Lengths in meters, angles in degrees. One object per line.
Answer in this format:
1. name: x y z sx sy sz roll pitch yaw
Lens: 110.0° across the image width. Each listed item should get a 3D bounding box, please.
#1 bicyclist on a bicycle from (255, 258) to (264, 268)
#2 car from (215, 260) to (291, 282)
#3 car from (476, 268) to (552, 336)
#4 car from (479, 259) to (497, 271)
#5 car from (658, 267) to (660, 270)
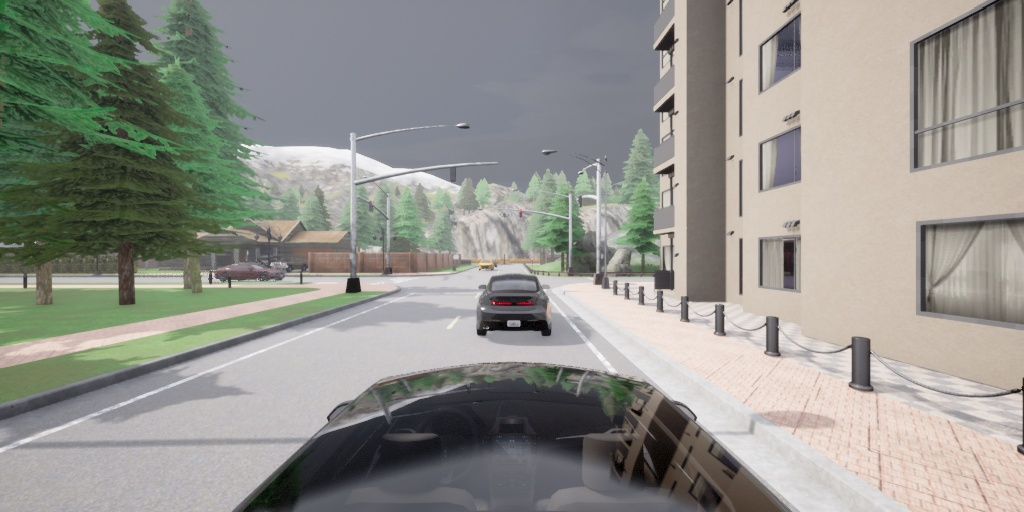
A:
1. bicyclist on a bicycle: -24.546 1.016 34.882 0.582 1.620 1.656 0 0 -1
2. car: -19.998 1.261 27.466 4.674 1.442 1.812 0 0 -1
3. car: 0.062 1.255 10.382 1.837 1.490 4.892 0 0 0
4. car: -3.563 1.227 50.248 1.882 1.535 5.008 0 0 0
5. car: 16.029 0.987 32.081 5.566 2.045 2.150 0 0 -1
